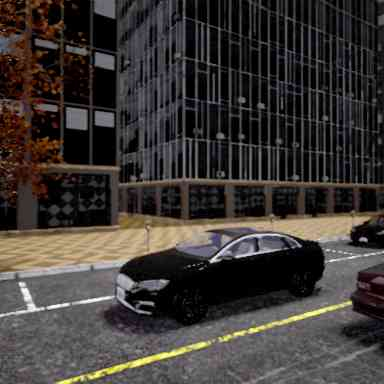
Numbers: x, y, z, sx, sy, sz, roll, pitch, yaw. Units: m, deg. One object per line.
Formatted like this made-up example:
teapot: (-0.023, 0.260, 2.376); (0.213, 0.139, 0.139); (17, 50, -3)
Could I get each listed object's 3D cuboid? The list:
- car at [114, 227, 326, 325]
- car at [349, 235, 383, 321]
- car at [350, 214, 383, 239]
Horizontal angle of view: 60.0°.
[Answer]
car: (0.810, 1.560, 7.281); (4.902, 1.511, 2.128); (0, -1, -31)
car: (5.274, 1.595, 6.256); (5.357, 1.411, 2.033); (0, -1, -31)
car: (9.237, 1.687, 15.454); (4.313, 1.339, 1.947); (0, 0, -31)
